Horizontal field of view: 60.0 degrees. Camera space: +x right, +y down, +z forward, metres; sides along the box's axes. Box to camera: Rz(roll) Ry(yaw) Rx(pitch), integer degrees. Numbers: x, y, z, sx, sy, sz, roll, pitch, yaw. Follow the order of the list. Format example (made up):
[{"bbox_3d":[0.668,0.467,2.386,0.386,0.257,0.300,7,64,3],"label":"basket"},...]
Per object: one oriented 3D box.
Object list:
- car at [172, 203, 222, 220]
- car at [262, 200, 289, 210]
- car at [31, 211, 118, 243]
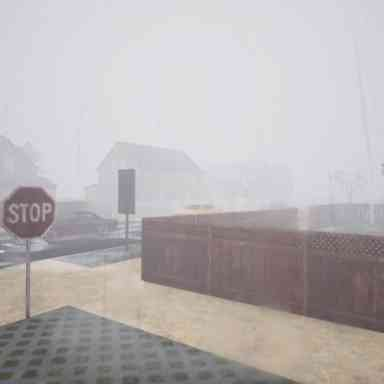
[{"bbox_3d":[0.473,1.608,25.905,1.882,1.535,5.008,0,0,36],"label":"car"},{"bbox_3d":[9.934,1.730,39.136,2.128,1.511,4.902,0,0,36],"label":"car"},{"bbox_3d":[-6.118,1.664,16.732,1.895,1.301,4.718,0,0,37],"label":"car"}]
